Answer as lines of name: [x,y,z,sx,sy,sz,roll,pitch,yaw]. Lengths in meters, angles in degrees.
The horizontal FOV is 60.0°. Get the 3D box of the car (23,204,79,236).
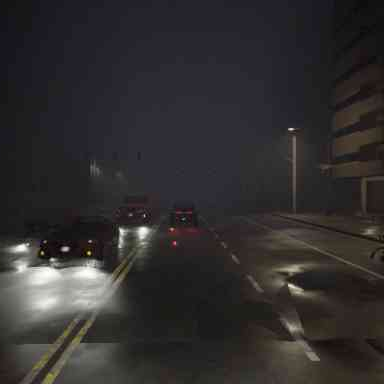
car: [-7.614,1.477,18.705,1.882,1.535,5.008,0,0,-1]

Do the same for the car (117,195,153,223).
car: [-4.268,1.223,25.487,2.150,2.045,5.566,0,0,-2]

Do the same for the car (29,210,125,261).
car: [-3.933,1.563,12.190,1.994,1.385,4.181,0,0,-2]

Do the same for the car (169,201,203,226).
car: [-0.580,1.491,23.198,2.128,1.511,4.902,0,0,-2]

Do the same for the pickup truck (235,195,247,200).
pickup truck: [13.861,1.057,90.876,2.390,2.098,6.274,0,0,29]

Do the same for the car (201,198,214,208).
car: [2.151,1.547,48.476,2.033,1.411,5.357,0,0,-3]

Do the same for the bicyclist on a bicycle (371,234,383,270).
bicyclist on a bicycle: [5.944,1.444,9.570,1.656,1.620,0.582,-2,0,-2]
